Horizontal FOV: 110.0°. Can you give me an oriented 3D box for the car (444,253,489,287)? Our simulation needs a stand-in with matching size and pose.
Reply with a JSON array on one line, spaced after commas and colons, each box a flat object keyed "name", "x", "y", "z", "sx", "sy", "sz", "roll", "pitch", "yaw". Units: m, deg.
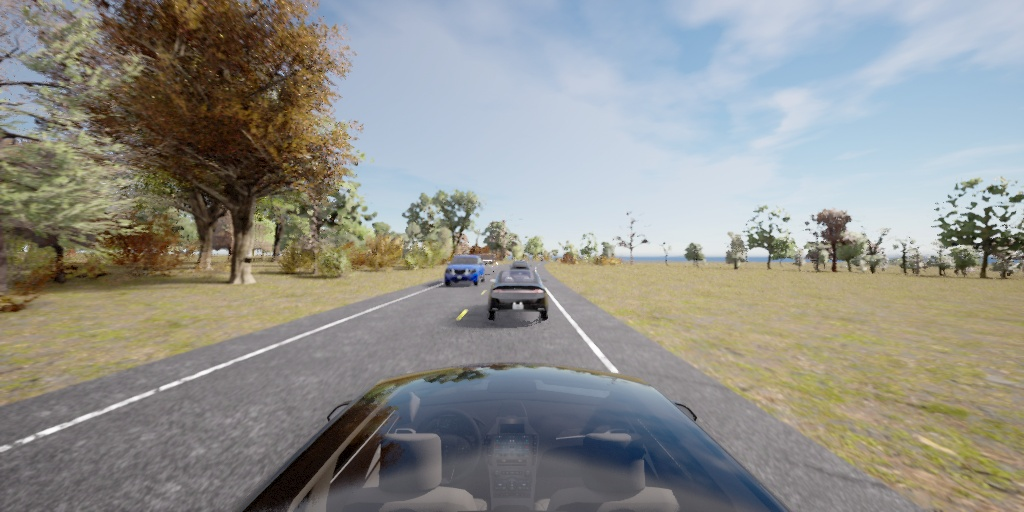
[{"name": "car", "x": -3.119, "y": 0.933, "z": 24.642, "sx": 2.150, "sy": 2.045, "sz": 5.566, "roll": 0, "pitch": 0, "yaw": 2}]

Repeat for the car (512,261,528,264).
[{"name": "car", "x": 0.760, "y": 1.210, "z": 32.597, "sx": 1.837, "sy": 1.490, "sz": 4.892, "roll": 0, "pitch": 0, "yaw": 2}]

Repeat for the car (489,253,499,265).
[{"name": "car", "x": -2.635, "y": 0.738, "z": 37.877, "sx": 2.150, "sy": 2.045, "sz": 5.566, "roll": 0, "pitch": 0, "yaw": 3}]

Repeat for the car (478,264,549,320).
[{"name": "car", "x": 0.207, "y": 1.220, "z": 12.550, "sx": 2.128, "sy": 1.511, "sz": 4.902, "roll": 0, "pitch": 0, "yaw": 1}]
